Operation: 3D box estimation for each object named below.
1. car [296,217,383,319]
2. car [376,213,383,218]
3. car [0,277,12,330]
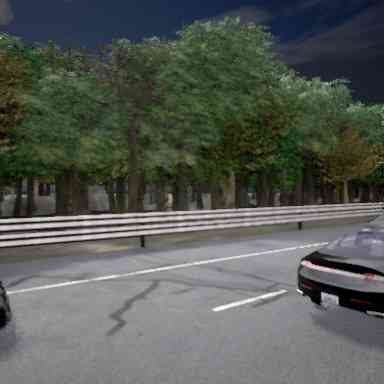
[{"bbox_3d":[4.175,1.480,6.723,4.902,1.511,2.128,0,0,-36],"label":"car"},{"bbox_3d":[9.369,1.528,14.731,4.181,1.385,1.994,0,0,-36],"label":"car"},{"bbox_3d":[-4.866,1.565,4.573,4.181,1.385,1.994,0,0,-36],"label":"car"}]
